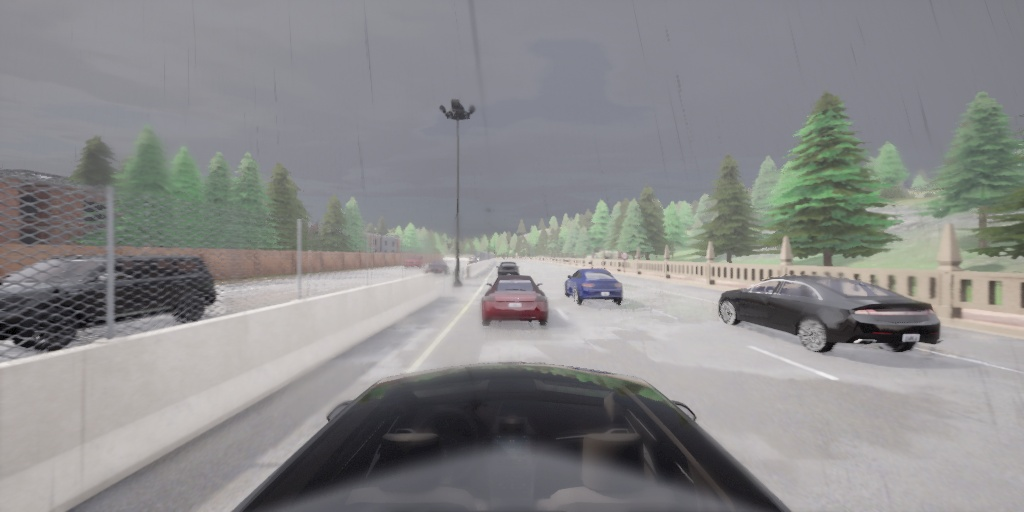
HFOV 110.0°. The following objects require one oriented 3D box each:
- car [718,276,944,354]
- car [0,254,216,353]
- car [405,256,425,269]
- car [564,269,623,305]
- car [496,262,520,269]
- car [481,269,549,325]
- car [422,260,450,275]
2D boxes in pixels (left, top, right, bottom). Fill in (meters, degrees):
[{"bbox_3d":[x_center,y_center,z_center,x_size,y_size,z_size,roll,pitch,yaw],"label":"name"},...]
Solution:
[{"bbox_3d":[7.093,1.242,8.800,2.128,1.511,4.902,0,0,0],"label":"car"},{"bbox_3d":[-10.597,0.973,9.210,2.150,2.045,5.566,0,0,0],"label":"car"},{"bbox_3d":[-15.123,0.972,56.581,2.150,2.045,5.566,0,0,-1],"label":"car"},{"bbox_3d":[3.520,1.276,15.990,1.812,1.442,4.674,0,0,-1],"label":"car"},{"bbox_3d":[-0.361,1.256,31.419,1.837,1.490,4.892,0,0,-2],"label":"car"},{"bbox_3d":[0.081,1.314,11.852,1.994,1.385,4.181,0,0,0],"label":"car"},{"bbox_3d":[-7.716,1.315,37.686,1.994,1.385,4.181,0,0,-1],"label":"car"}]
